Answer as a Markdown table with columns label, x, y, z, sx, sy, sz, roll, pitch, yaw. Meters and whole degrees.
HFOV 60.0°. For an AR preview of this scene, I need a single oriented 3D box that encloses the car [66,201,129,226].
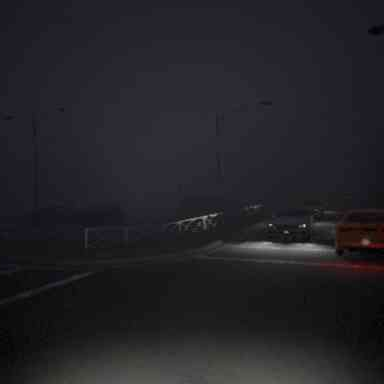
| label | x | y | z | sx | sy | sz | roll | pitch | yaw |
| --- | --- | --- | --- | --- | --- | --- | --- | --- | --- |
| car | -6.818 | 1.626 | 23.909 | 3.633 | 1.501 | 1.845 | -1 | 0 | 23 |

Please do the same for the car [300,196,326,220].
| label | x | y | z | sx | sy | sz | roll | pitch | yaw |
| --- | --- | --- | --- | --- | --- | --- | --- | --- | --- |
| car | 9.412 | 1.337 | 26.602 | 1.882 | 1.535 | 5.008 | -1 | 0 | 24 |

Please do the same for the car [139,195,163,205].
| label | x | y | z | sx | sy | sz | roll | pitch | yaw |
| --- | --- | --- | --- | --- | --- | --- | --- | --- | --- |
| car | -7.993 | 1.519 | 65.273 | 4.605 | 1.855 | 1.932 | -1 | 0 | 23 |

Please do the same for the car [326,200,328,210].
| label | x | y | z | sx | sy | sz | roll | pitch | yaw |
| --- | --- | --- | --- | --- | --- | --- | --- | --- | --- |
| car | 14.370 | 1.257 | 37.904 | 1.882 | 1.535 | 5.008 | -1 | 0 | 24 |

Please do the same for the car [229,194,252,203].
| label | x | y | z | sx | sy | sz | roll | pitch | yaw |
| --- | --- | --- | --- | --- | --- | --- | --- | --- | --- |
| car | 8.949 | 1.237 | 61.435 | 3.806 | 1.475 | 1.970 | -1 | 0 | 23 |

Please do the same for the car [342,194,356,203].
| label | x | y | z | sx | sy | sz | roll | pitch | yaw |
| --- | --- | --- | --- | --- | --- | --- | --- | --- | --- |
| car | 25.625 | 1.059 | 54.407 | 2.128 | 1.511 | 4.902 | -1 | 0 | 23 |

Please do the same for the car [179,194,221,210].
| label | x | y | z | sx | sy | sz | roll | pitch | yaw |
| --- | --- | --- | --- | --- | --- | --- | --- | --- | --- |
| car | 0.752 | 1.227 | 40.879 | 4.605 | 1.855 | 1.932 | -1 | 0 | 23 |

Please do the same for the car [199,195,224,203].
| label | x | y | z | sx | sy | sz | roll | pitch | yaw |
| --- | --- | --- | --- | --- | --- | --- | --- | --- | --- |
| car | 3.963 | 1.442 | 67.617 | 4.514 | 1.523 | 2.007 | -1 | 0 | 23 |

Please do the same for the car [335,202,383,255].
| label | x | y | z | sx | sy | sz | roll | pitch | yaw |
| --- | --- | --- | --- | --- | --- | --- | --- | --- | --- |
| car | 6.532 | 1.357 | 12.355 | 1.882 | 1.535 | 5.008 | -1 | 0 | 29 |

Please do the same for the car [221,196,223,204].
| label | x | y | z | sx | sy | sz | roll | pitch | yaw |
| --- | --- | --- | --- | --- | --- | --- | --- | --- | --- |
| car | 1.539 | 1.198 | 43.706 | 3.866 | 1.878 | 1.905 | -1 | 0 | 23 |

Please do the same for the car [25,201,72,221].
| label | x | y | z | sx | sy | sz | roll | pitch | yaw |
| --- | --- | --- | --- | --- | --- | --- | --- | --- | --- |
| car | -12.419 | 1.790 | 29.614 | 3.806 | 1.475 | 1.970 | -1 | 0 | 23 |

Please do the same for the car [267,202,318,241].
| label | x | y | z | sx | sy | sz | roll | pitch | yaw |
| --- | --- | --- | --- | --- | --- | --- | --- | --- | --- |
| car | 5.022 | 1.455 | 16.588 | 1.812 | 1.442 | 4.674 | -1 | 0 | 24 |

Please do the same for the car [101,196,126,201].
| label | x | y | z | sx | sy | sz | roll | pitch | yaw |
| --- | --- | --- | --- | --- | --- | --- | --- | --- | --- |
| car | -13.634 | 1.816 | 54.146 | 4.514 | 1.523 | 2.007 | -1 | 0 | 23 |

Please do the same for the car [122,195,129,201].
| label | x | y | z | sx | sy | sz | roll | pitch | yaw |
| --- | --- | --- | --- | --- | --- | --- | --- | --- | --- |
| car | -15.767 | 1.980 | 68.637 | 3.806 | 1.475 | 1.970 | -1 | 0 | 23 |

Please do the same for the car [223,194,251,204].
| label | x | y | z | sx | sy | sz | roll | pitch | yaw |
| --- | --- | --- | --- | --- | --- | --- | --- | --- | --- |
| car | 6.670 | 1.192 | 55.427 | 5.027 | 1.636 | 2.152 | -1 | 0 | 23 |

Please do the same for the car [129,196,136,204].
| label | x | y | z | sx | sy | sz | roll | pitch | yaw |
| --- | --- | --- | --- | --- | --- | --- | --- | --- | --- |
| car | -13.881 | 1.660 | 71.438 | 3.866 | 1.878 | 1.905 | -1 | 0 | 23 |
